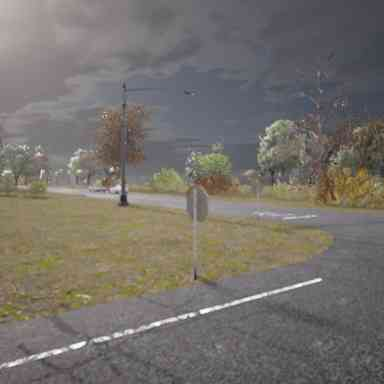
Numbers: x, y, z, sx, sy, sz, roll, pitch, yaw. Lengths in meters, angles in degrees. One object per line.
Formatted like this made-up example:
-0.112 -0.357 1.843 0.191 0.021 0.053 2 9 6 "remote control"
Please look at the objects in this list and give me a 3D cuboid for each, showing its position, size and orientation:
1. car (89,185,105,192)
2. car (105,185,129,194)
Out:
-17.167 -0.626 60.193 1.895 1.301 4.718 0 2 -36 "car"
-11.570 -0.392 52.363 1.812 1.442 4.674 0 2 -36 "car"
